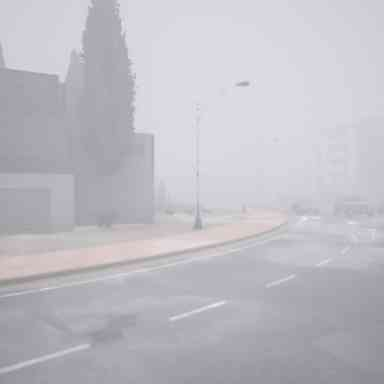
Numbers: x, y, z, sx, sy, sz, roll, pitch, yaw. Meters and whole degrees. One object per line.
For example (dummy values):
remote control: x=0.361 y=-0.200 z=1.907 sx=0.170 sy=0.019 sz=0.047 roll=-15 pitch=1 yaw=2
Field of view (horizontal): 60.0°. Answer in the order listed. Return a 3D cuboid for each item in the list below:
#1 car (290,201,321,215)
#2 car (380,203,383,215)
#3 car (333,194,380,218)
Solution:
car: x=11.546 y=1.604 z=34.318 sx=2.033 sy=1.411 sz=5.357 roll=0 pitch=0 yaw=3
car: x=18.174 y=1.492 z=29.880 sx=2.128 sy=1.511 sz=4.902 roll=0 pitch=0 yaw=9
car: x=14.627 y=1.245 z=30.364 sx=2.150 sy=2.045 sz=5.566 roll=0 pitch=0 yaw=7
